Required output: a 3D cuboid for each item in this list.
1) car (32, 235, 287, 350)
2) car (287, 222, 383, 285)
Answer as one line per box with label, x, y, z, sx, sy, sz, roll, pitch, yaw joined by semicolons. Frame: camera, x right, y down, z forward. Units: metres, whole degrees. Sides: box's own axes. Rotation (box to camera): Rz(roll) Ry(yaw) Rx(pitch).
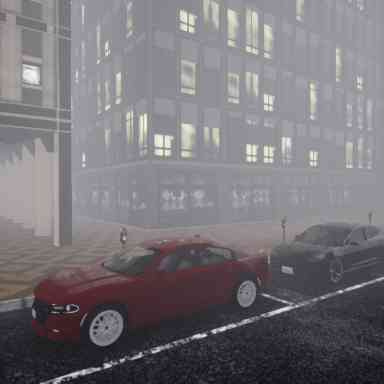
car;-0.500;1.544;6.206;4.507;1.381;1.887;0;0;-35
car;4.139;1.564;9.513;4.313;1.339;1.947;0;0;-35
